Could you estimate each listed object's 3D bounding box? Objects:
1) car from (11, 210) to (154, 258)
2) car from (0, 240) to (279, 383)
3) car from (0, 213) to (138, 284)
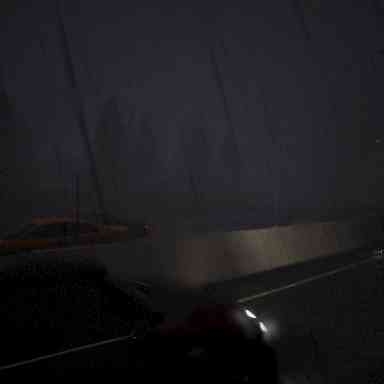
[{"bbox_3d":[-4.408,1.590,14.028,5.357,1.411,2.033,0,0,-39],"label":"car"},{"bbox_3d":[-1.304,1.362,3.017,4.553,1.767,2.097,0,0,-36],"label":"car"},{"bbox_3d":[-4.255,1.508,9.751,5.008,1.535,1.882,0,0,-38],"label":"car"}]
